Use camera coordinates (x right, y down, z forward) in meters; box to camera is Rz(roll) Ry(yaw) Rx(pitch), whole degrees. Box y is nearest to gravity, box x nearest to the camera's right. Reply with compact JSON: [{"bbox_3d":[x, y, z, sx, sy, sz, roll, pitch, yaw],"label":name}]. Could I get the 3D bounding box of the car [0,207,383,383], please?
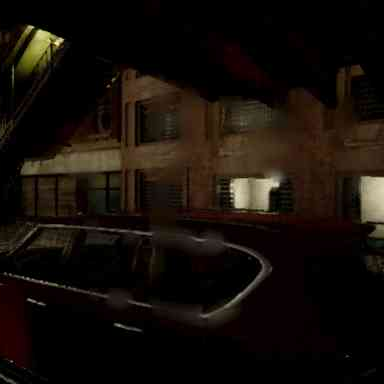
[{"bbox_3d":[-0.733,1.206,3.812,5.566,2.045,2.435,0,0,34],"label":"car"}]
